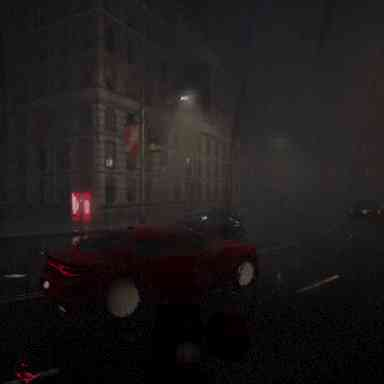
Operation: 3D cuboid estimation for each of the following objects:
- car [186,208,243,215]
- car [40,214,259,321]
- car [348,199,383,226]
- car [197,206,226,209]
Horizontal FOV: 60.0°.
[{"bbox_3d":[0.374,1.555,13.225,1.994,1.385,4.181,0,0,44],"label":"car"},{"bbox_3d":[-0.613,1.473,7.365,5.008,1.535,1.882,0,0,-38],"label":"car"},{"bbox_3d":[12.393,1.340,23.605,2.097,1.767,4.553,0,0,30],"label":"car"},{"bbox_3d":[1.059,1.536,19.099,2.033,1.411,5.357,0,0,37],"label":"car"}]
